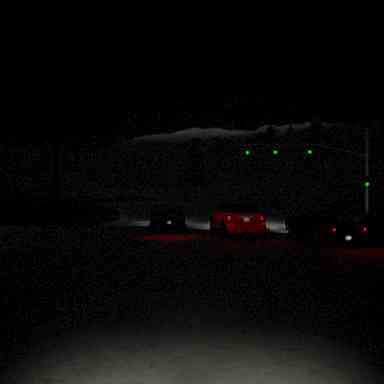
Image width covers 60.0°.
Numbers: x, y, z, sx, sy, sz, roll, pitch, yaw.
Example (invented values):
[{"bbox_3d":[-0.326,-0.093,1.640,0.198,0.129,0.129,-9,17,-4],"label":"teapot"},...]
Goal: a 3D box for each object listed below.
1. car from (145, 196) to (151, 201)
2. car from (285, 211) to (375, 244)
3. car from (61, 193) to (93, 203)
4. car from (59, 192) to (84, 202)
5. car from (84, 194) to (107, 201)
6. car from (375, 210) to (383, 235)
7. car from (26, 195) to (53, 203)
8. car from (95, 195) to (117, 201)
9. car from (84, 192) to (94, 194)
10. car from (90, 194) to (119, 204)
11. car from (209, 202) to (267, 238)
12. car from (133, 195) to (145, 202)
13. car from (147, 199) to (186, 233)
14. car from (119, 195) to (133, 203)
[{"bbox_3d":[-11.036,1.381,70.478,4.718,1.301,1.895,0,0,37],"label":"car"},{"bbox_3d":[6.059,1.540,15.597,1.895,1.301,4.718,0,0,-6],"label":"car"},{"bbox_3d":[-20.794,1.381,60.308,5.357,1.411,2.033,0,0,33],"label":"car"},{"bbox_3d":[-24.775,1.119,66.748,4.553,1.767,2.097,0,0,23],"label":"car"},{"bbox_3d":[-21.175,1.221,72.775,4.892,1.490,1.837,0,0,26],"label":"car"},{"bbox_3d":[9.611,1.440,15.083,1.837,1.490,4.892,0,0,-6],"label":"car"},{"bbox_3d":[-29.880,1.371,65.124,5.357,1.411,2.033,0,0,19],"label":"car"},{"bbox_3d":[-19.575,1.296,75.887,4.718,1.301,1.895,0,0,26],"label":"car"},{"bbox_3d":[-22.830,0.967,69.688,5.566,2.045,2.150,0,0,26],"label":"car"},{"bbox_3d":[-16.153,1.425,61.138,4.718,1.301,1.895,0,0,40],"label":"car"},{"bbox_3d":[2.258,1.291,17.511,2.097,1.767,4.553,0,0,-7],"label":"car"},{"bbox_3d":[-12.510,1.301,67.174,4.902,1.511,2.128,0,0,37],"label":"car"},{"bbox_3d":[-1.541,1.415,19.552,1.882,1.535,5.008,0,0,-8],"label":"car"},{"bbox_3d":[-14.295,1.289,64.137,5.008,1.535,1.882,0,0,37],"label":"car"}]
